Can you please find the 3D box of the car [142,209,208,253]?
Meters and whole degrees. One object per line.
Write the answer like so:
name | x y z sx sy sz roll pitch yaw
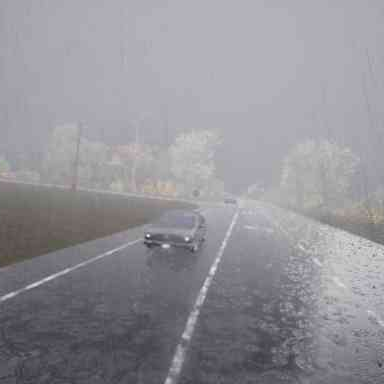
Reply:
car | -0.435 1.453 13.786 2.033 1.411 5.357 4 0 9

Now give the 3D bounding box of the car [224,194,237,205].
car | 7.207 1.466 61.644 2.150 2.045 5.566 5 0 9

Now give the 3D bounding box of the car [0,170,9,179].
car | -37.703 -3.488 63.767 4.553 1.767 2.097 6 0 9
